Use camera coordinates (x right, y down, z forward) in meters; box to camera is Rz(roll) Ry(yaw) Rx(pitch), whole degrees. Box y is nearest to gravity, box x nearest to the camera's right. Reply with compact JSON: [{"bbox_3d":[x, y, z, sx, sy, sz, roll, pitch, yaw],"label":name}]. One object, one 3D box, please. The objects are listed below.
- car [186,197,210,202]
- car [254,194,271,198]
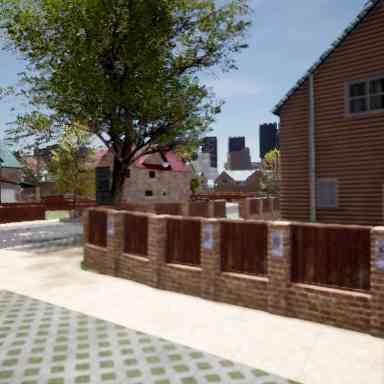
[{"bbox_3d":[0.438,1.315,32.419,1.837,1.490,4.892,-1,0,31],"label":"car"},{"bbox_3d":[10.220,1.053,48.644,2.097,1.767,4.553,-1,0,31],"label":"car"}]
